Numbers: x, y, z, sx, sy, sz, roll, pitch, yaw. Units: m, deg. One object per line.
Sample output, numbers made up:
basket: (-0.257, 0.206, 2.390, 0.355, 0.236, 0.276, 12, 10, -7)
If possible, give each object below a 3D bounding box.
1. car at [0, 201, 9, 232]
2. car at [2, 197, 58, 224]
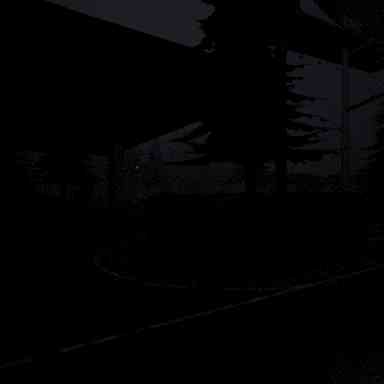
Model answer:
car: (-11.961, 1.480, 16.501, 4.611, 1.667, 2.242, 0, 0, -36)
car: (-11.731, 1.316, 23.630, 3.866, 1.878, 1.905, 0, 0, -36)
